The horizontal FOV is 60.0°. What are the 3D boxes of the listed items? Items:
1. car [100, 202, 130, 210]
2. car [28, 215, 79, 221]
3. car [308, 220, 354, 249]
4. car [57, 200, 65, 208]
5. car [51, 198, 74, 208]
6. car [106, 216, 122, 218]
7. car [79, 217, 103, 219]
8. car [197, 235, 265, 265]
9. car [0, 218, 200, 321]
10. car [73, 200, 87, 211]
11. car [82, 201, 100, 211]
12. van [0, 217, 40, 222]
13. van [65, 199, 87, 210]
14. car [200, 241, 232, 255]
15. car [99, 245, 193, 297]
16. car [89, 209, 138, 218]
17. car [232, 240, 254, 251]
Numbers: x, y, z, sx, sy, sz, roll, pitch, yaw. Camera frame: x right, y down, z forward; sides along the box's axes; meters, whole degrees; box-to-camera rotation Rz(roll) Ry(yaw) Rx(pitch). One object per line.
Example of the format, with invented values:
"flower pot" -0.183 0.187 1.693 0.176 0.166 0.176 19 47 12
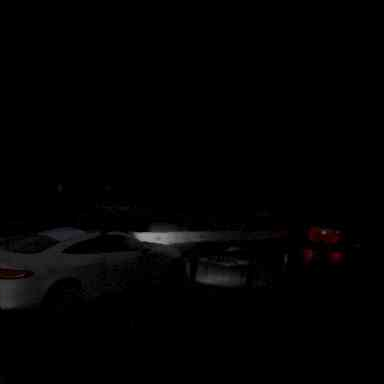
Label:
"car" -12.994 2.890 58.317 2.435 2.045 5.566 2 2 19
"car" -13.983 3.461 31.140 5.566 2.045 2.435 1 1 17
"car" 9.420 2.681 22.162 2.097 1.767 4.553 3 -3 38
"car" -24.703 2.582 67.752 2.097 1.535 5.008 2 2 19
"car" -27.062 2.346 69.599 2.185 1.767 4.553 2 2 19
"car" -10.401 3.745 35.861 4.792 1.488 2.163 1 1 17
"car" -12.188 3.463 33.493 5.566 2.045 2.435 1 1 17
"car" 2.998 4.381 25.502 4.792 1.488 2.163 3 2 17
"car" -2.043 1.464 7.142 1.812 1.442 4.674 3 -1 38
"car" -20.037 2.846 63.984 2.002 1.452 4.674 2 2 19
"car" -17.630 2.910 62.284 1.946 1.575 5.366 2 2 19
"van" -15.918 3.481 28.821 4.442 1.987 1.878 1 1 17
"van" -22.399 2.471 65.747 1.878 1.987 4.442 2 2 19
"car" -0.711 4.094 20.679 5.566 2.045 2.435 3 2 17
"car" -2.491 4.220 18.266 4.553 1.767 2.185 3 2 17
"car" -8.657 3.466 38.200 5.566 2.045 2.435 1 1 17
"car" 1.177 4.098 23.088 5.566 2.045 2.435 3 2 17
